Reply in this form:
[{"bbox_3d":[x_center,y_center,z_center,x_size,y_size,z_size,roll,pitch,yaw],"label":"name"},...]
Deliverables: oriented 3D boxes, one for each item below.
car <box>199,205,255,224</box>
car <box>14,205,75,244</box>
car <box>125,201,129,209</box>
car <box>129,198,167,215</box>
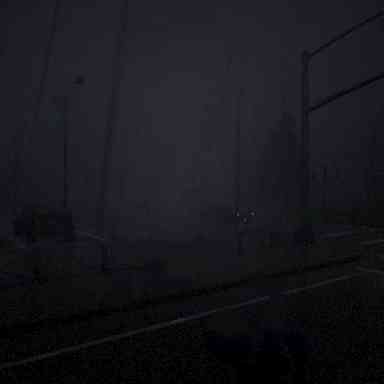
[{"bbox_3d":[2.671,1.712,26.057,1.895,1.301,4.718,0,0,-36],"label":"car"},{"bbox_3d":[-6.731,1.360,15.049,2.007,1.523,4.514,0,0,-36],"label":"car"},{"bbox_3d":[-7.747,1.658,46.408,1.812,1.442,4.674,0,0,-36],"label":"car"},{"bbox_3d":[-4.536,1.463,35.849,2.097,1.767,4.553,0,0,-35],"label":"car"}]
